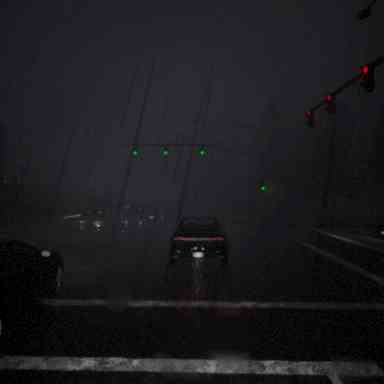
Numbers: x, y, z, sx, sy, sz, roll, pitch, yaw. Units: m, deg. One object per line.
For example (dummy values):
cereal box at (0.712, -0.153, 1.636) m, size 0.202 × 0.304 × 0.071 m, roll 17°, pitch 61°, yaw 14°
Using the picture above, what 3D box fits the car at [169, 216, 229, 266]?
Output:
car at (0.275, 1.605, 11.954) m, size 2.128 × 1.511 × 4.902 m, roll 0°, pitch -1°, yaw 2°

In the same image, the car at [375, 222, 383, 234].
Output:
car at (12.497, 1.708, 17.058) m, size 5.357 × 1.411 × 2.033 m, roll 0°, pitch -1°, yaw 3°

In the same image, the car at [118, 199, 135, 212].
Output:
car at (-9.359, 1.923, 44.045) m, size 1.837 × 1.490 × 4.892 m, roll 0°, pitch -1°, yaw 1°

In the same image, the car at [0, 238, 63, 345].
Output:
car at (-3.758, 1.535, 5.819) m, size 1.882 × 1.535 × 5.008 m, roll 0°, pitch 0°, yaw -6°

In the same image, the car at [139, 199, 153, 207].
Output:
car at (-8.763, 2.084, 64.019) m, size 1.882 × 1.535 × 5.008 m, roll 0°, pitch -1°, yaw 1°

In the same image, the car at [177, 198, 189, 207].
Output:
car at (-1.693, 1.946, 62.771) m, size 2.097 × 1.767 × 4.553 m, roll 0°, pitch 0°, yaw 2°

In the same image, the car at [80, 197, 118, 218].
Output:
car at (-9.624, 1.547, 34.224) m, size 2.150 × 2.045 × 5.566 m, roll 0°, pitch -1°, yaw 1°

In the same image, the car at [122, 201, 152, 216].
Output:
car at (-6.040, 1.954, 37.133) m, size 1.895 × 1.301 × 4.718 m, roll 0°, pitch -1°, yaw 1°

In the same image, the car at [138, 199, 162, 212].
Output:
car at (-5.806, 1.999, 45.898) m, size 1.994 × 1.385 × 4.181 m, roll 0°, pitch -1°, yaw 2°

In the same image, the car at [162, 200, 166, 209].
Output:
car at (-5.507, 2.054, 55.716) m, size 1.812 × 1.442 × 4.674 m, roll 0°, pitch -1°, yaw 2°

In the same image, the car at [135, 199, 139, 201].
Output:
car at (-9.069, 1.864, 53.953) m, size 2.097 × 1.767 × 4.553 m, roll 0°, pitch -1°, yaw 2°
